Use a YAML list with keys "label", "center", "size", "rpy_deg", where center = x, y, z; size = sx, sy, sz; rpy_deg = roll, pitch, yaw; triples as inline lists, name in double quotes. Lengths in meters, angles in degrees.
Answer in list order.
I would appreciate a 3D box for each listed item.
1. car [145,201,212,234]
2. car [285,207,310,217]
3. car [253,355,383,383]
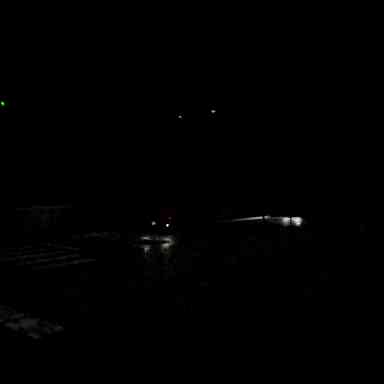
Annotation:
- label: "car"
  center: [-0.750, 1.625, 22.657]
  size: [2.150, 2.045, 5.566]
  rpy_deg: [0, -1, 35]
- label: "car"
  center: [13.558, 2.520, 42.647]
  size: [1.895, 1.301, 4.718]
  rpy_deg: [0, -1, 36]
- label: "car"
  center: [2.186, 1.550, 1.392]
  size: [4.403, 1.369, 2.008]
  rpy_deg: [0, 0, 36]
